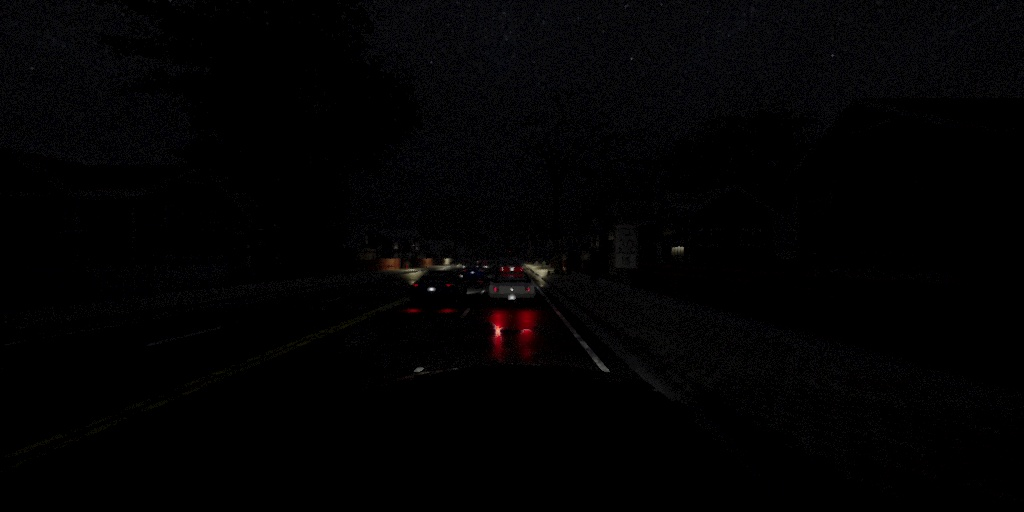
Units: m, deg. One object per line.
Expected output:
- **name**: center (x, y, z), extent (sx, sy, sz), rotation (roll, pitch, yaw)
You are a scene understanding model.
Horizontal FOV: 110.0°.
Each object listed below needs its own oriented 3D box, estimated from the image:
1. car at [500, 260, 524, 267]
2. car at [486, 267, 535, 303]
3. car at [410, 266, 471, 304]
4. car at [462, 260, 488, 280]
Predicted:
- **car**: center (0.000, 1.128, 31.472), extent (2.097, 1.767, 4.553), rotation (0, 0, 0)
- **car**: center (0.000, 1.365, 16.530), extent (1.895, 1.301, 4.718), rotation (0, 0, 0)
- **car**: center (-3.250, 1.321, 16.500), extent (1.994, 1.385, 4.181), rotation (0, 0, 0)
- **car**: center (-3.250, 1.334, 31.502), extent (1.994, 1.385, 4.181), rotation (0, 0, 0)
